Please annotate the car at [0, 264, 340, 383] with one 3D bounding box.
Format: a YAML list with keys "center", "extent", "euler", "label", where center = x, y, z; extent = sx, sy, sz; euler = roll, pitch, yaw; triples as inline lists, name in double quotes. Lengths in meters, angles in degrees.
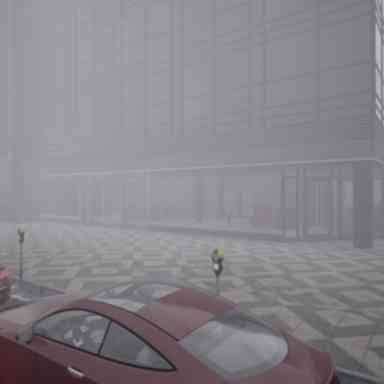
- center: [-0.678, 1.596, 3.447]
  extent: [4.206, 1.307, 1.802]
  euler: [0, 0, 36]
  label: "car"
